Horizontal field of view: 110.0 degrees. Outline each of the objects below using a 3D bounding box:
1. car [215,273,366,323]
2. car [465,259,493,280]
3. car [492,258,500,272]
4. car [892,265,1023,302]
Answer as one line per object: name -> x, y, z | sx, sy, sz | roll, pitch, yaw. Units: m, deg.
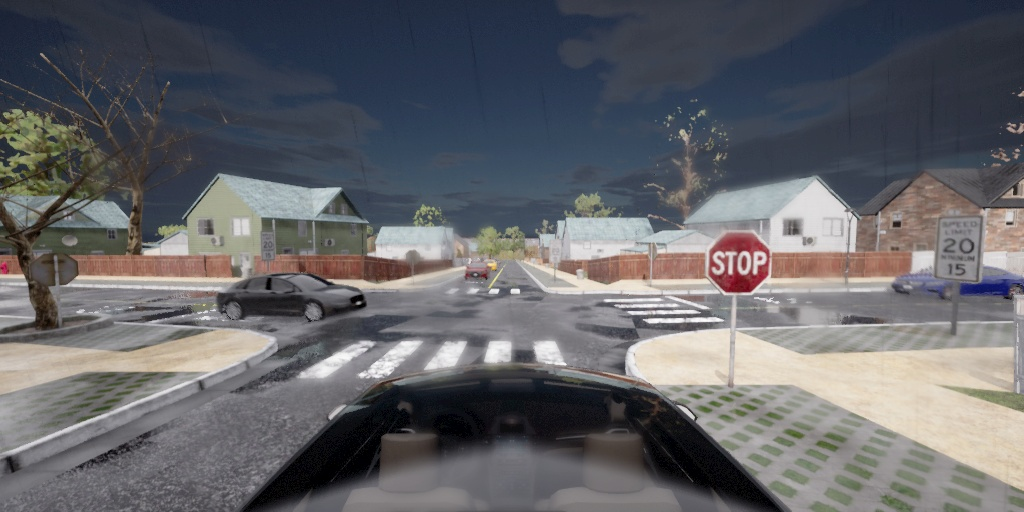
car -> -7.462, 1.339, 12.212 | 4.892, 1.490, 1.837 | -1, 3, 10
car -> -2.909, 1.222, 30.886 | 1.882, 1.535, 5.008 | 0, 0, 0
car -> -2.934, 1.238, 46.270 | 1.882, 1.535, 5.008 | 0, 0, 0
car -> 19.229, 1.081, 15.426 | 4.674, 1.442, 1.812 | 0, 3, -3
